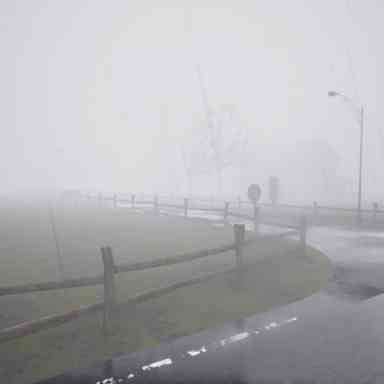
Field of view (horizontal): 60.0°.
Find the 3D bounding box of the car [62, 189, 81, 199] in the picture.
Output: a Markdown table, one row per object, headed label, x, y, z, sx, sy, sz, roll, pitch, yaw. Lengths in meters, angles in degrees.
| label | x | y | z | sx | sy | sz | roll | pitch | yaw |
| --- | --- | --- | --- | --- | --- | --- | --- | --- | --- |
| car | -18.314 | 0.308 | 50.259 | 2.128 | 1.511 | 4.902 | 1 | 1 | -35 |
